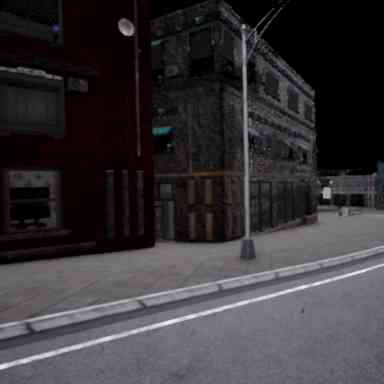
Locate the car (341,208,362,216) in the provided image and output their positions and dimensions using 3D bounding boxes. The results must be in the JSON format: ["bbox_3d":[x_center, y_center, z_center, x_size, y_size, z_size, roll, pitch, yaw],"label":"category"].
[{"bbox_3d":[27.796,3.529,58.427,2.128,1.511,4.902,-1,-4,-3],"label":"car"}]
